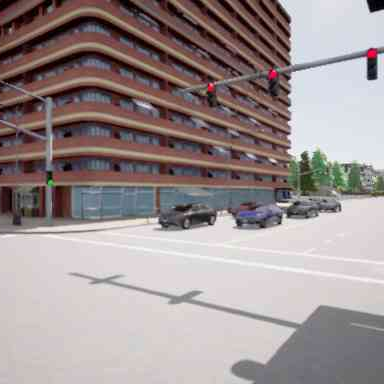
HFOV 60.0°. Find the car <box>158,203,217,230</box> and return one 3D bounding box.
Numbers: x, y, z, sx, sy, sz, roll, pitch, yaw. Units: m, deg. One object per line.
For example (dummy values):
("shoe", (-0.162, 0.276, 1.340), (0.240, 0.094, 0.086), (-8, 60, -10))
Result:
("car", (-0.191, 1.490, 21.453), (1.837, 1.490, 4.892), (0, 0, 35))

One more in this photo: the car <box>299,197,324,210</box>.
("car", (16.032, 1.488, 44.385), (1.837, 1.490, 4.892), (0, 1, 36))

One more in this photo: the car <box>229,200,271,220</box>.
("car", (5.124, 1.511, 28.970), (1.812, 1.442, 4.674), (0, 0, 35))

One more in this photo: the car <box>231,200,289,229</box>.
("car", (4.556, 1.515, 22.074), (1.812, 1.442, 4.674), (0, 0, 35))

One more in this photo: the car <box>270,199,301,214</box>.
("car", (10.305, 1.511, 36.330), (1.812, 1.442, 4.674), (0, 0, 35))

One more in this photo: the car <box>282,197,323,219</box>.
("car", (9.903, 1.494, 29.687), (1.837, 1.490, 4.892), (0, 0, 35))

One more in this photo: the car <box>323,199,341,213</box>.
("car", (15.618, 1.515, 37.763), (1.812, 1.442, 4.674), (0, 0, 36))
